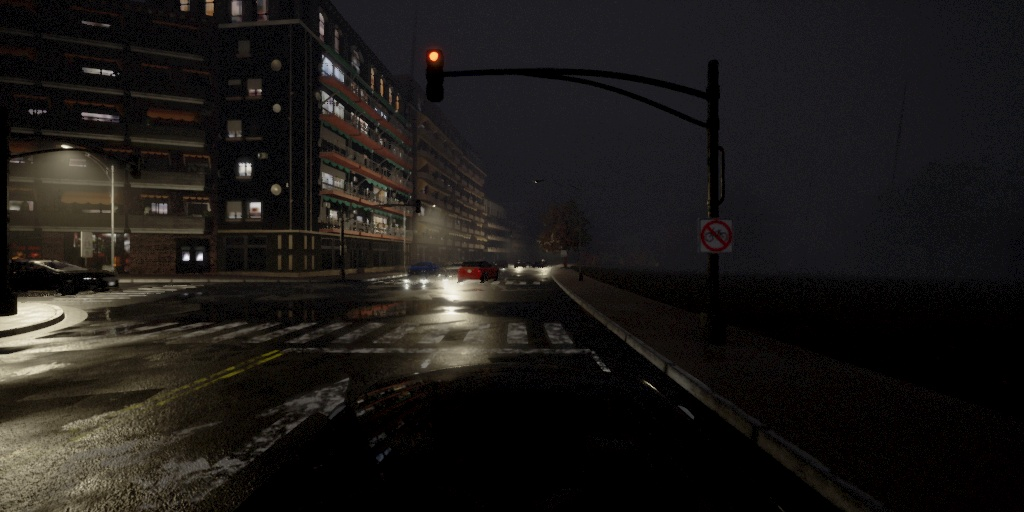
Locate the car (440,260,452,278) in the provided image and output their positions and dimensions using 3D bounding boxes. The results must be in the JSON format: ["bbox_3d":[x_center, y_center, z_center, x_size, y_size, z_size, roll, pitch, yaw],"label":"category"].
[{"bbox_3d":[-5.246,1.336,35.103,1.812,1.442,4.674,0,0,5],"label":"car"}]

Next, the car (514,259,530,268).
[{"bbox_3d":[1.497,1.488,64.952,2.033,1.411,5.357,0,0,9],"label":"car"}]

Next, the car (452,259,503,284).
[{"bbox_3d":[-2.553,1.140,28.036,2.097,1.767,4.553,0,0,15],"label":"car"}]

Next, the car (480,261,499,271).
[{"bbox_3d":[-3.343,1.448,53.878,1.994,1.385,4.181,0,0,8],"label":"car"}]

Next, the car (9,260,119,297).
[{"bbox_3d":[-20.368,0.928,15.537,4.902,1.511,2.128,1,0,-13],"label":"car"}]

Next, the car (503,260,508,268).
[{"bbox_3d":[-1.922,1.412,64.247,1.882,1.535,5.008,0,0,9],"label":"car"}]

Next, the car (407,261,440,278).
[{"bbox_3d":[-8.531,1.286,34.777,1.882,1.535,5.008,0,0,4],"label":"car"}]

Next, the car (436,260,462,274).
[{"bbox_3d":[-7.688,1.323,44.310,1.882,1.535,5.008,0,0,6],"label":"car"}]
